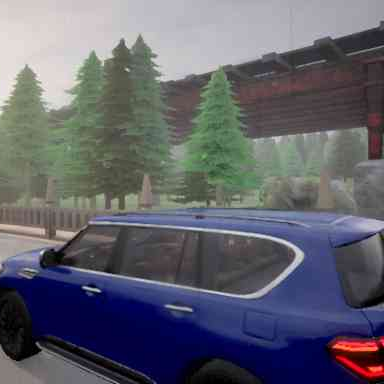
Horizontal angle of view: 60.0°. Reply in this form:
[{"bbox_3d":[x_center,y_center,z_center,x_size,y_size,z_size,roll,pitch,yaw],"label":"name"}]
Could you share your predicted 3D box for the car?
[{"bbox_3d":[-0.355,1.223,4.250,5.566,2.045,2.150,0,0,35],"label":"car"}]
